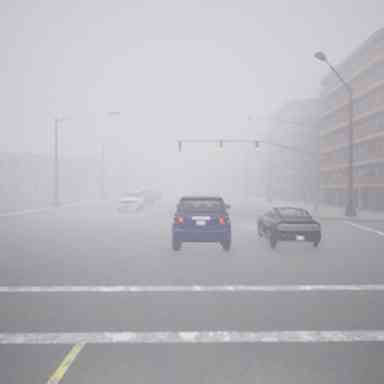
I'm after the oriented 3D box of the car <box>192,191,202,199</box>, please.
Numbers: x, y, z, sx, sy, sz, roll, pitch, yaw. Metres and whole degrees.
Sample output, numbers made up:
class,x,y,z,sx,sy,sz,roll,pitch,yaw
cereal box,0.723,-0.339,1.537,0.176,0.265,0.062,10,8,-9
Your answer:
class,x,y,z,sx,sy,sz,roll,pitch,yaw
car,0.901,0.528,64.904,1.837,1.490,4.892,0,1,0

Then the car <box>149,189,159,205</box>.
class,x,y,z,sx,sy,sz,roll,pitch,yaw
car,-6.254,0.688,45.417,2.150,2.045,5.566,0,1,0

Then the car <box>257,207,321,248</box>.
class,x,y,z,sx,sy,sz,roll,pitch,yaw
car,3.975,1.395,14.243,2.128,1.511,4.902,0,0,3

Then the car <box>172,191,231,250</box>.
class,x,y,z,sx,sy,sz,roll,pitch,yaw
car,0.446,1.124,13.961,2.150,2.045,5.566,0,0,3

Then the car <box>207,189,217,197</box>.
class,x,y,z,sx,sy,sz,roll,pitch,yaw
car,4.438,0.164,75.317,2.097,1.767,4.553,0,1,0

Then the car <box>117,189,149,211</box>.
class,x,y,z,sx,sy,sz,roll,pitch,yaw
car,-6.301,0.895,35.031,2.150,2.045,5.566,0,1,0

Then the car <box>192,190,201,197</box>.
class,x,y,z,sx,sy,sz,roll,pitch,yaw
car,0.937,0.367,74.952,1.994,1.385,4.181,0,1,0

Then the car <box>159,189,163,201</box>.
class,x,y,z,sx,sy,sz,roll,pitch,yaw
car,-6.144,0.450,55.868,2.150,2.045,5.566,0,1,1

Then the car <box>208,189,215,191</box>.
class,x,y,z,sx,sy,sz,roll,pitch,yaw
car,4.402,0.511,65.121,2.128,1.511,4.902,0,1,0
